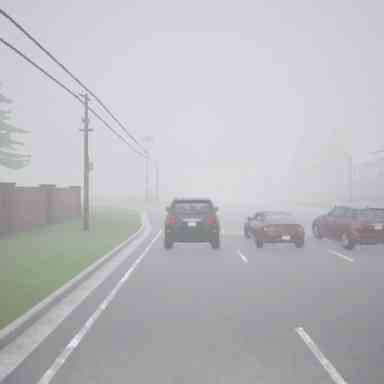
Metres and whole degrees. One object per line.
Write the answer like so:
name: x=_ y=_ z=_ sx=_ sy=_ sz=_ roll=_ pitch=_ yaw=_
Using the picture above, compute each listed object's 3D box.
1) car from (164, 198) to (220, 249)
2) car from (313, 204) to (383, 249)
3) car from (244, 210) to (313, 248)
car: x=0.000 y=1.255 z=14.680 sx=2.150 sy=2.045 sz=5.566 roll=0 pitch=0 yaw=0
car: x=7.000 y=1.363 z=14.620 sx=2.097 sy=1.767 sz=4.553 roll=0 pitch=0 yaw=0
car: x=3.500 y=1.530 z=14.650 sx=1.812 sy=1.442 sz=4.674 roll=0 pitch=0 yaw=0
